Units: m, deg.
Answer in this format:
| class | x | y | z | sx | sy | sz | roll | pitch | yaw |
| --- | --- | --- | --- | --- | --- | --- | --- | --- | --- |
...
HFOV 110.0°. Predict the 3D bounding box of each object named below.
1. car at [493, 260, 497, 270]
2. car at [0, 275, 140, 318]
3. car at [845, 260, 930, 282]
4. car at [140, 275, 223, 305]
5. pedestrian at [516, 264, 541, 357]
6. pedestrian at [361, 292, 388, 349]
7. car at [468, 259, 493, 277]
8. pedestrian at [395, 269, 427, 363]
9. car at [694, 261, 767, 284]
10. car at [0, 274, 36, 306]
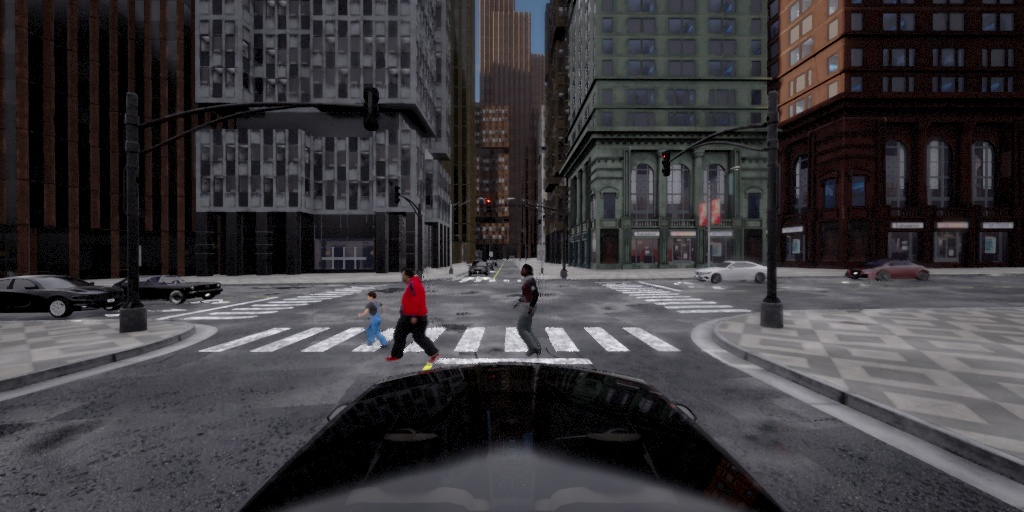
| class | x | y | z | sx | sy | sz | roll | pitch | yaw |
| --- | --- | --- | --- | --- | --- | --- | --- | --- | --- |
| car | -3.340 | 1.219 | 48.199 | 1.837 | 1.490 | 4.892 | 0 | 0 | 0 |
| car | -17.892 | 1.471 | 13.766 | 5.008 | 1.535 | 1.882 | -1 | 0 | 0 |
| car | 24.843 | 0.944 | 23.840 | 4.181 | 1.385 | 1.994 | -1 | 0 | 0 |
| car | -16.662 | 1.561 | 17.020 | 4.718 | 1.301 | 1.895 | -1 | 0 | 0 |
| pedestrian | 0.327 | 1.043 | 7.166 | 0.375 | 1.860 | 0.375 | 0 | 0 | 0 |
| pedestrian | -2.939 | 1.324 | 7.754 | 0.375 | 1.300 | 0.375 | 0 | 0 | 0 |
| car | -3.235 | 1.237 | 36.008 | 1.837 | 1.490 | 4.892 | 0 | 0 | -1 |
| pedestrian | -1.850 | 1.043 | 6.564 | 0.375 | 1.860 | 0.375 | 0 | 0 | 0 |
| car | 14.595 | 1.037 | 23.809 | 4.674 | 1.442 | 1.812 | -1 | 0 | -1 |
| car | -25.961 | 1.649 | 16.999 | 4.181 | 1.385 | 1.994 | -1 | 0 | 0 |
